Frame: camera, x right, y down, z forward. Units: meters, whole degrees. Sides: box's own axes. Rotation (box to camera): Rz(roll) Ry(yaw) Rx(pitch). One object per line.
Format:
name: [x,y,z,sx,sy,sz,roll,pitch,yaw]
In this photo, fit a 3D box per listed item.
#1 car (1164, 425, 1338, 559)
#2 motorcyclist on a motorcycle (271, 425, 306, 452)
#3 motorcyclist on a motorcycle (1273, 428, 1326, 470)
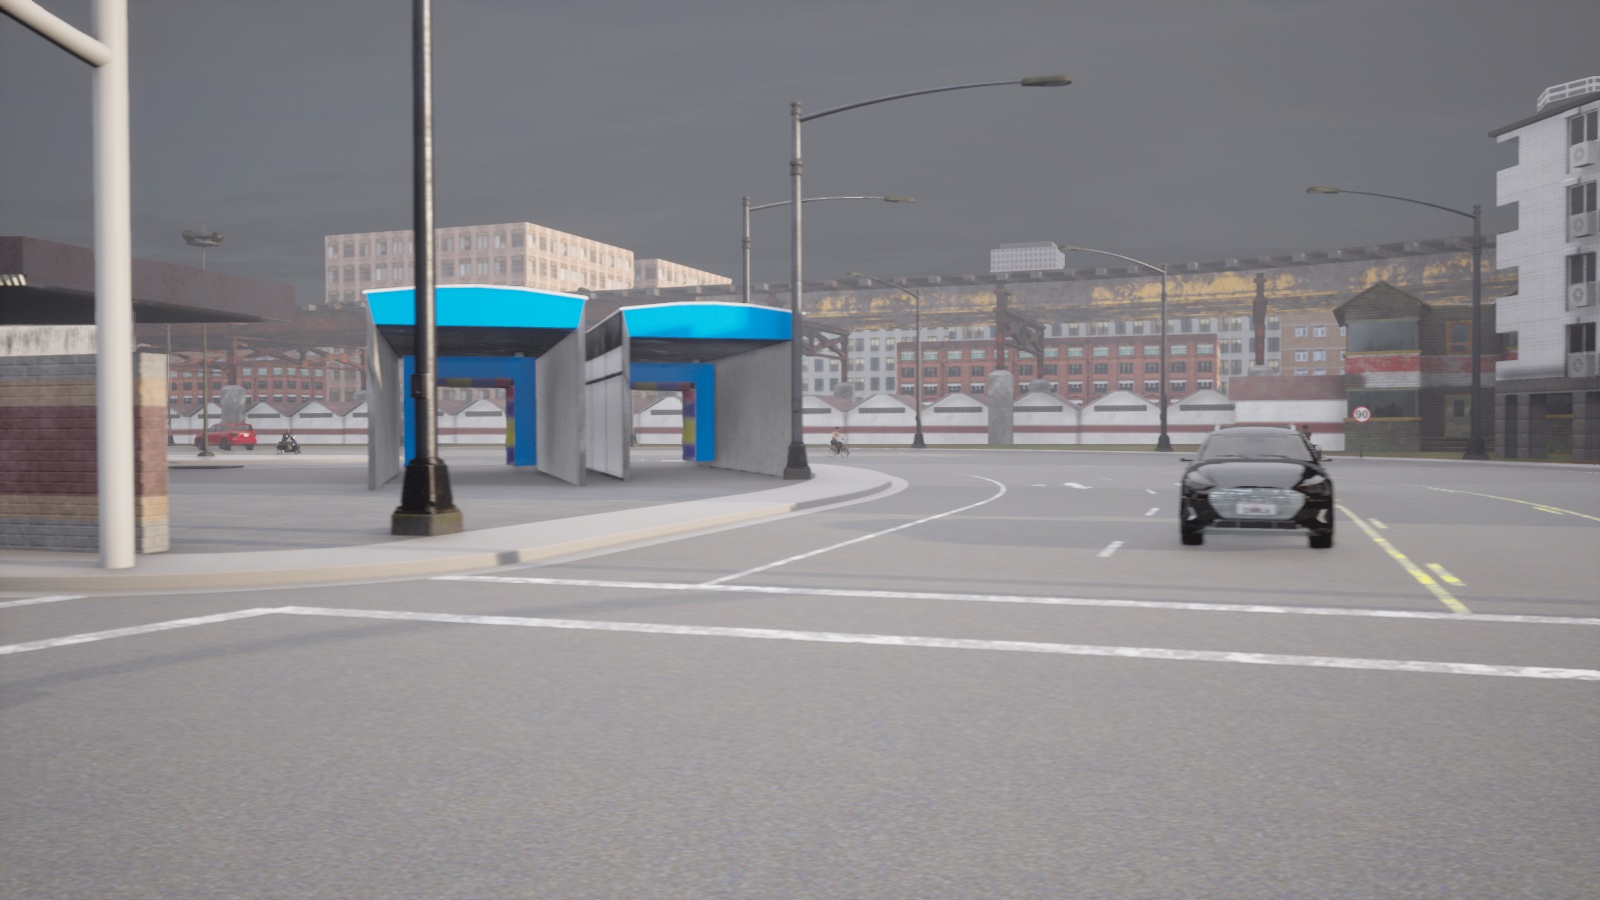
car: [6.443,0.474,18.031,2.033,1.649,4.856,1,1,20]
motorcyclist on a motorcycle: [-30.924,-0.692,75.881,1.817,1.590,0.866,1,1,19]
motorcyclist on a motorcycle: [19.830,-0.054,49.885,0.766,1.649,2.350,0,1,-12]
